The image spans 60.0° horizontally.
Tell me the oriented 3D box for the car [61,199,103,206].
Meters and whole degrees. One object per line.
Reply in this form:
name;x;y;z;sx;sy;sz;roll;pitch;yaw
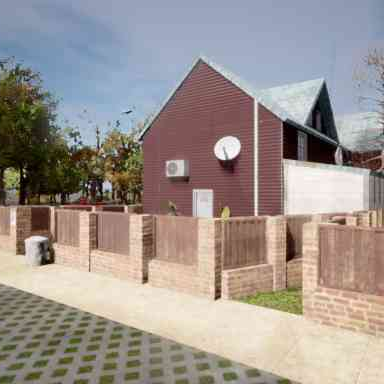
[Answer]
car;-11.645;1.566;35.057;1.882;1.535;5.008;0;0;35

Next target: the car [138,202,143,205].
car;-5.142;1.615;44.138;2.128;1.511;4.902;0;0;36
